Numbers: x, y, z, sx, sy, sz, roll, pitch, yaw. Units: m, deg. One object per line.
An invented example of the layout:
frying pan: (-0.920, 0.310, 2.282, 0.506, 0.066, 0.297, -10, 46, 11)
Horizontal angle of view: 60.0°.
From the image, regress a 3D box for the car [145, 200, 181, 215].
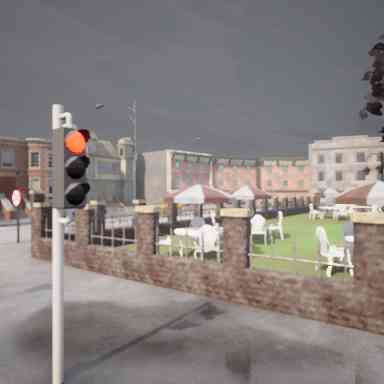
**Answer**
car: (-3.010, 1.490, 31.151, 1.882, 1.535, 5.008, 0, 0, 35)

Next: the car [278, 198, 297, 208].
car: (13.784, 1.577, 47.466, 4.181, 1.385, 1.994, 0, 0, -2)
